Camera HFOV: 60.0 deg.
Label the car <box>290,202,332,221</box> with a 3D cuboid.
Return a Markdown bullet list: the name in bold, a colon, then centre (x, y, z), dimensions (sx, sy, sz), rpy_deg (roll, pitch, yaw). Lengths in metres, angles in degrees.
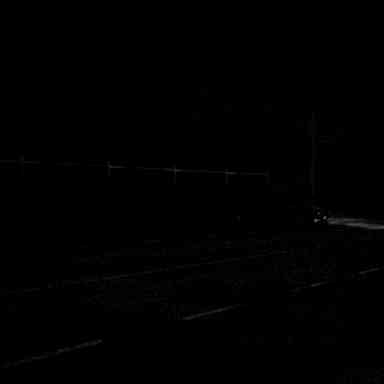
- **car**: centre (9.658, 1.820, 29.087), dimensions (1.895, 1.301, 4.718), rpy_deg (0, 0, -34)

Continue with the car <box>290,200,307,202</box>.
- **car**: centre (10.911, 1.594, 33.417), dimensions (2.097, 1.767, 4.553), rpy_deg (0, 0, -36)
